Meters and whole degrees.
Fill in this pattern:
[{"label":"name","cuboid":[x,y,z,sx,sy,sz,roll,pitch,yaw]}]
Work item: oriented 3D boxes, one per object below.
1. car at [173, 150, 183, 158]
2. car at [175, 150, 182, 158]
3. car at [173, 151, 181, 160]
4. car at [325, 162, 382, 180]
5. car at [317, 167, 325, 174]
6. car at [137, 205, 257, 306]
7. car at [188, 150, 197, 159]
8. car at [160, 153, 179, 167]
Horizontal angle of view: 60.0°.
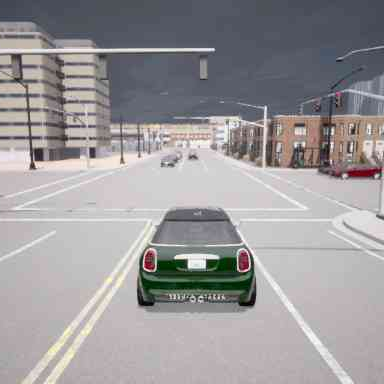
[{"label":"car","cuboid":[-3.326,-8.926,77.528,2.097,1.767,4.553,0,8,0]},{"label":"car","cuboid":[-3.360,-7.255,67.478,1.812,1.442,4.674,0,8,1]},{"label":"car","cuboid":[-3.449,-5.917,58.183,1.882,1.535,5.008,0,9,0]},{"label":"car","cuboid":[16.054,-2.058,32.265,5.008,1.535,1.882,0,8,0]},{"label":"car","cuboid":[16.401,-2.507,35.743,5.357,1.411,2.033,0,8,0]},{"label":"car","cuboid":[0.093,1.076,7.648,2.097,1.767,4.553,0,4,0]},{"label":"car","cuboid":[0.189,-7.597,70.247,1.895,1.301,4.718,0,8,0]},{"label":"car","cuboid":[-3.503,-4.510,48.846,2.128,1.511,4.902,0,8,1]}]
